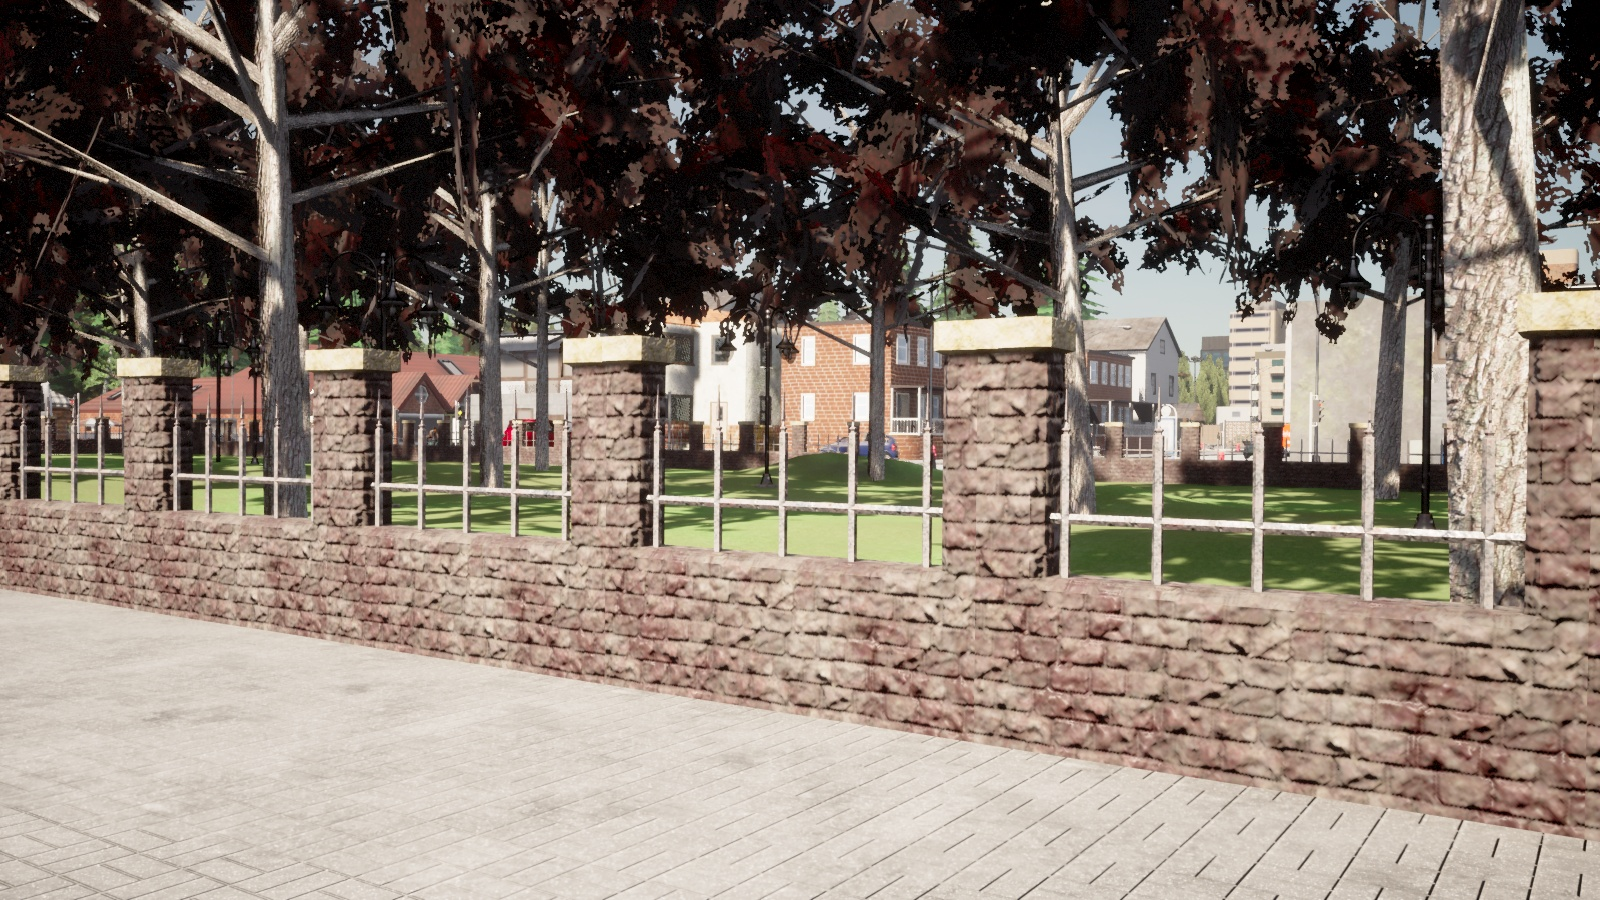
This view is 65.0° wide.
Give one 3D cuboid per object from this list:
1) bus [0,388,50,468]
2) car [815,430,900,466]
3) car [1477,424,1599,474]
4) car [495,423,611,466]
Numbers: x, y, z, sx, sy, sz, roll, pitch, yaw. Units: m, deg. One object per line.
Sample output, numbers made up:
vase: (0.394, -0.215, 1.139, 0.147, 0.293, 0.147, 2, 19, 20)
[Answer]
bus: (-45.861, -1.131, 65.977, 3.944, 4.253, 10.273, 0, 1, 36)
car: (2.643, -0.097, 57.338, 3.705, 1.549, 1.789, 0, 1, 10)
car: (23.014, -0.037, 38.487, 3.806, 1.475, 1.970, 0, 1, 34)
car: (-12.168, -0.283, 61.803, 5.566, 2.045, 2.150, 0, 1, 30)
